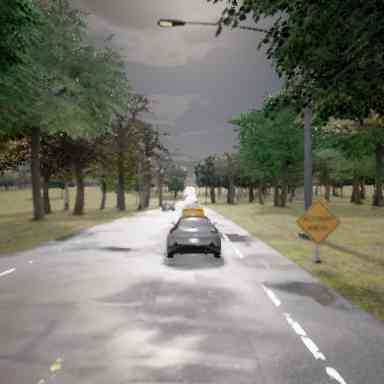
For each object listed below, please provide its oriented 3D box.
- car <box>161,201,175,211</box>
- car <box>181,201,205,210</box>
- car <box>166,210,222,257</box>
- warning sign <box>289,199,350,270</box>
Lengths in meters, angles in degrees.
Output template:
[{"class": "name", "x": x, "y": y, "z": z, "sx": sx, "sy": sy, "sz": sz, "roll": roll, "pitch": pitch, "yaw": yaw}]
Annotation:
[{"class": "car", "x": -3.570, "y": 2.163, "z": 50.816, "sx": 2.128, "sy": 1.511, "sz": 4.902, "roll": 0, "pitch": -1, "yaw": 0}, {"class": "car", "x": 0.081, "y": 1.712, "z": 29.277, "sx": 1.882, "sy": 1.535, "sz": 5.008, "roll": 0, "pitch": -1, "yaw": 0}, {"class": "car", "x": 0.073, "y": 1.618, "z": 13.190, "sx": 1.994, "sy": 1.385, "sz": 4.181, "roll": 0, "pitch": 0, "yaw": 0}, {"class": "warning sign", "x": 3.568, "y": 1.146, "z": 9.453, "sx": 1.300, "sy": 1.860, "sz": 1.060, "roll": 1, "pitch": 1, "yaw": 0}]
